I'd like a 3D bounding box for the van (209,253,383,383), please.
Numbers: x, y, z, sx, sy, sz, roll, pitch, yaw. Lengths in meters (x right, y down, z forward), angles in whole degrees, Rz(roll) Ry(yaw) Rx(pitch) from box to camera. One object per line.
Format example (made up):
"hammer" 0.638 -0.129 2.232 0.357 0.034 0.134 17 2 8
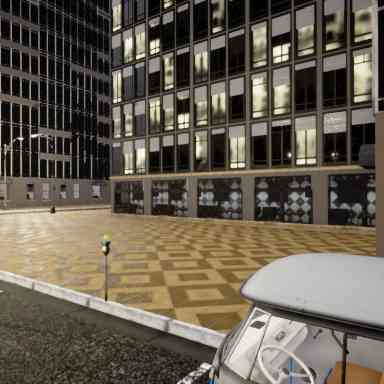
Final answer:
"van" 1.900 1.341 1.523 3.998 1.788 1.690 0 0 35
